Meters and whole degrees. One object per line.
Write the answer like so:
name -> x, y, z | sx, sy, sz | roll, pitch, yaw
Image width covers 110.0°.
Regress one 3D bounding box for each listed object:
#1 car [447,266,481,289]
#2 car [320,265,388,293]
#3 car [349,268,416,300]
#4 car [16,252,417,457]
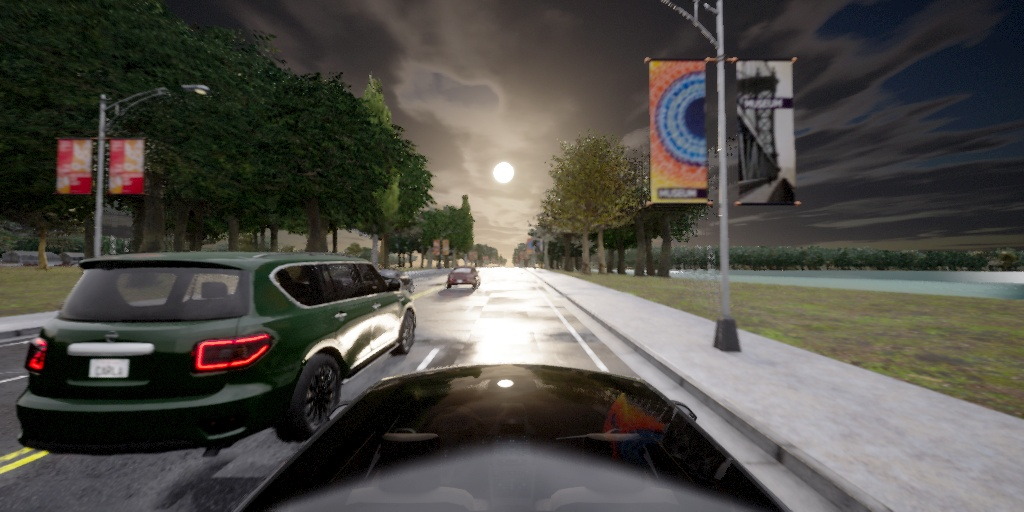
car -> -3.147, 1.375, 23.874 | 1.812, 1.442, 4.674 | 0, 0, 0
car -> -9.788, 1.333, 22.753 | 2.128, 1.511, 4.902 | 0, -1, 1
car -> -6.567, 1.376, 18.718 | 1.994, 1.385, 4.181 | 0, 0, 0
car -> -3.149, 0.977, 5.487 | 2.150, 2.045, 5.566 | 0, 0, 0
